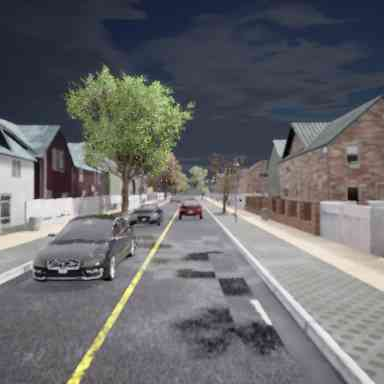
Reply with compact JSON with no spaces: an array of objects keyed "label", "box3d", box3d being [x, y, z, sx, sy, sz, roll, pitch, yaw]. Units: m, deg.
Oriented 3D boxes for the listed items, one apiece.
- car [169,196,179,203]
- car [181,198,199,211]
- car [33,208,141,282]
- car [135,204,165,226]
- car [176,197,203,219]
[{"label":"car","box3d":[-3.132,1.394,62.422,1.994,1.385,4.181,0,0,0]},{"label":"car","box3d":[-0.203,1.431,40.029,2.033,1.411,5.357,0,0,0]},{"label":"car","box3d":[-2.894,1.475,9.857,1.837,1.490,4.892,0,1,0]},{"label":"car","box3d":[-2.944,1.500,22.409,1.994,1.385,4.181,0,0,0]},{"label":"car","box3d":[-0.102,1.393,28.054,1.882,1.535,5.008,0,0,0]}]
